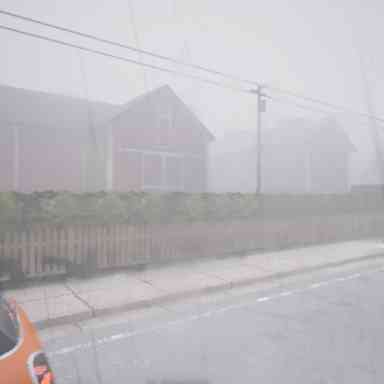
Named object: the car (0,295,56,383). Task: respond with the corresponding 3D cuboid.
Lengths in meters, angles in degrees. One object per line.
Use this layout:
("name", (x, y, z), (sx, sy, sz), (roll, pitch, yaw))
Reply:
("car", (-3.149, 1.337, 1.742), (4.553, 1.767, 2.097), (1, 0, -35))
